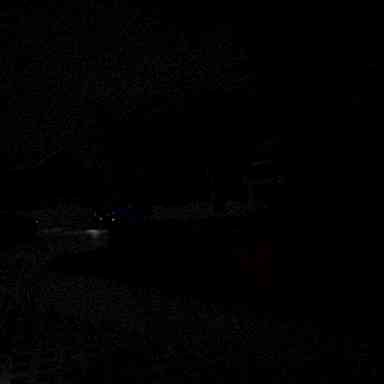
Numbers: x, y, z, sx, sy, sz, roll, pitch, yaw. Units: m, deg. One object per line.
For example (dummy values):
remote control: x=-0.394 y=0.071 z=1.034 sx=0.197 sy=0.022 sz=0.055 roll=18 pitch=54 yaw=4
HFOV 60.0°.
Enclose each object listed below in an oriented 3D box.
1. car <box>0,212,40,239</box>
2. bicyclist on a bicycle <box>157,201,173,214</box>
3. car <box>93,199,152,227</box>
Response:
car: x=-10.146 y=1.783 z=16.964 sx=1.812 sy=1.442 sz=4.674 roll=-3 pitch=-2 yaw=29
bicyclist on a bicycle: x=-1.638 y=1.373 z=20.731 sx=1.656 sy=1.620 sz=0.582 roll=-3 pitch=-2 yaw=27
car: x=-5.346 y=1.621 z=26.381 sx=2.150 sy=2.045 sz=5.566 roll=-3 pitch=-2 yaw=26
